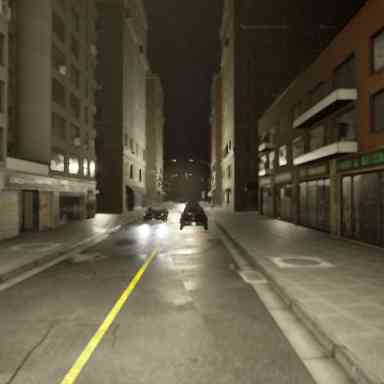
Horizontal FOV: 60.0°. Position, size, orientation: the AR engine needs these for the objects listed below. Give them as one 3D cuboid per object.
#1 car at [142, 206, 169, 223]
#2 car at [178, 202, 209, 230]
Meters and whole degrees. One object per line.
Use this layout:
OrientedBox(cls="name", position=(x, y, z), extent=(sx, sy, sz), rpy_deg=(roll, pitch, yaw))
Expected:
OrientedBox(cls="car", position=(-3.069, 1.894, 28.640), extent=(1.895, 1.301, 4.718), rpy_deg=(0, -1, 0))
OrientedBox(cls="car", position=(0.109, 1.747, 23.237), extent=(1.837, 1.490, 4.892), rpy_deg=(0, 0, 0))
